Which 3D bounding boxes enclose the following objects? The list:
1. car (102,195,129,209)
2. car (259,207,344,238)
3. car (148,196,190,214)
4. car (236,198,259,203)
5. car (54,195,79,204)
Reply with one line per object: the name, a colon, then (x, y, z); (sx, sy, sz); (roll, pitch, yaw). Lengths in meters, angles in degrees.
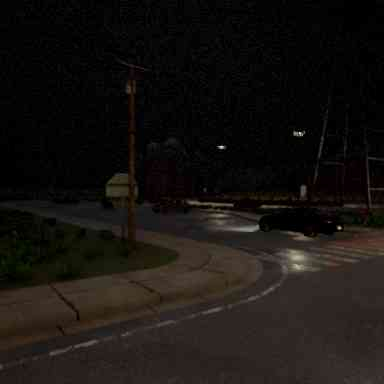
car: (-10.681, 1.327, 46.518); (3.866, 1.878, 1.905); (0, 0, -36)
car: (5.711, 1.537, 17.823); (1.812, 1.442, 4.674); (0, 0, -36)
car: (-2.264, 1.520, 35.971); (4.193, 1.474, 1.816); (0, 0, -36)
car: (7.417, 1.545, 44.527); (3.905, 1.438, 1.784); (0, 0, -36)
car: (-24.969, 1.493, 66.058); (4.611, 1.667, 2.242); (0, 0, -36)
